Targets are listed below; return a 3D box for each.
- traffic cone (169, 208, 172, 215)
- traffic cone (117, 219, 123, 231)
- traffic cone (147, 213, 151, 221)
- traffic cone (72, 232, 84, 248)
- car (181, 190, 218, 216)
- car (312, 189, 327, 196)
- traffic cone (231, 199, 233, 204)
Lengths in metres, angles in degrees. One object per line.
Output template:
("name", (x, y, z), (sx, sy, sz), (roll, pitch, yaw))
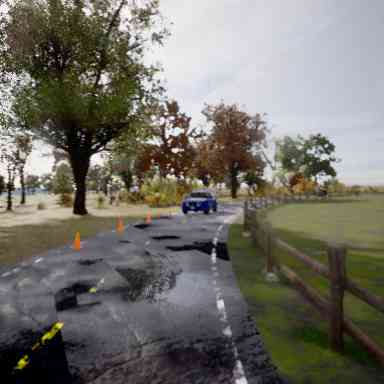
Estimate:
("traffic cone", (-1.829, 1.651, 27.976), (0.340, 0.580, 0.340), (0, 1, 15))
("traffic cone", (-3.836, 1.774, 17.892), (0.340, 0.580, 0.340), (0, 1, 8))
("traffic cone", (-2.980, 1.713, 22.964), (0.340, 0.580, 0.340), (0, 1, 11))
("traffic cone", (-4.395, 1.834, 12.780), (0.340, 0.580, 0.340), (0, 1, 5))
("car", (0.787, 0.893, 29.360), (2.150, 2.045, 5.566), (0, 1, 16))
("car", (27.815, 0.152, 72.207), (1.812, 1.442, 4.674), (0, 1, 43))
("traffic cone", (5.617, 1.331, 47.103), (0.340, 0.580, 0.340), (0, 1, 28))
